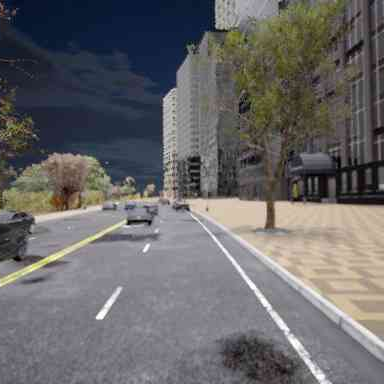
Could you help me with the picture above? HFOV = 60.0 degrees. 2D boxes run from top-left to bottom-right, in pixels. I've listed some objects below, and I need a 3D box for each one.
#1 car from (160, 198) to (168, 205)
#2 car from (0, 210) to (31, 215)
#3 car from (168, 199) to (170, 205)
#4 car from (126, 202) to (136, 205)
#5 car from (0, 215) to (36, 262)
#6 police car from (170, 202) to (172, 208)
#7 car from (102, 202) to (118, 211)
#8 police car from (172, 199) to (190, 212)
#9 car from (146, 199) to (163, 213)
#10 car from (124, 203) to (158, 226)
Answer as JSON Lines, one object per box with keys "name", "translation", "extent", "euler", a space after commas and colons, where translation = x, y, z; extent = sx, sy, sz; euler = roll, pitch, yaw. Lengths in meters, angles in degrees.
{"name": "car", "translation": [-6.204, 2.500, 80.570], "extent": [1.812, 1.442, 4.674], "euler": [0, -1, -8]}
{"name": "car", "translation": [-10.334, 1.802, 18.372], "extent": [1.837, 1.490, 4.892], "euler": [-1, 0, -2]}
{"name": "car", "translation": [-2.988, 2.206, 63.014], "extent": [1.801, 1.575, 5.366], "euler": [0, -1, -6]}
{"name": "car", "translation": [-9.369, 2.215, 51.471], "extent": [2.033, 1.411, 5.357], "euler": [0, -1, -5]}
{"name": "car", "translation": [-6.835, 1.704, 10.431], "extent": [1.812, 1.442, 4.674], "euler": [-1, -1, -1]}
{"name": "police car", "translation": [-2.328, 2.093, 56.914], "extent": [1.930, 1.638, 5.238], "euler": [0, -1, -6]}
{"name": "car", "translation": [-12.626, 2.259, 51.259], "extent": [1.994, 1.385, 4.181], "euler": [0, -1, -5]}
{"name": "police car", "translation": [-1.370, 1.962, 46.867], "extent": [1.930, 1.638, 5.238], "euler": [0, -1, -5]}
{"name": "car", "translation": [-4.996, 1.984, 40.271], "extent": [2.128, 1.511, 4.902], "euler": [-1, -1, -4]}
{"name": "car", "translation": [-4.104, 1.893, 26.935], "extent": [1.994, 1.385, 4.181], "euler": [-1, -1, -3]}
